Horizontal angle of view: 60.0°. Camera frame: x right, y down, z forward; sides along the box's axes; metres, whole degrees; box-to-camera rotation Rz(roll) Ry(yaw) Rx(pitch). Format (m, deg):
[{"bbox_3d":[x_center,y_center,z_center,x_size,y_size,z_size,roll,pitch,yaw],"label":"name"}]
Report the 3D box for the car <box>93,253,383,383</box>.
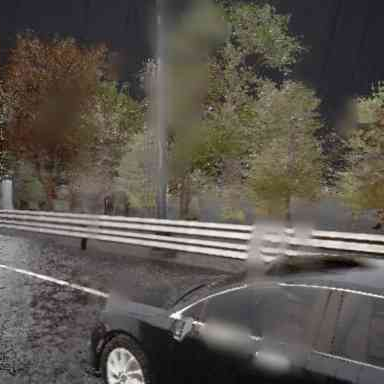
[{"bbox_3d":[1.096,1.315,2.864,4.892,1.490,1.837,0,0,38],"label":"car"}]
